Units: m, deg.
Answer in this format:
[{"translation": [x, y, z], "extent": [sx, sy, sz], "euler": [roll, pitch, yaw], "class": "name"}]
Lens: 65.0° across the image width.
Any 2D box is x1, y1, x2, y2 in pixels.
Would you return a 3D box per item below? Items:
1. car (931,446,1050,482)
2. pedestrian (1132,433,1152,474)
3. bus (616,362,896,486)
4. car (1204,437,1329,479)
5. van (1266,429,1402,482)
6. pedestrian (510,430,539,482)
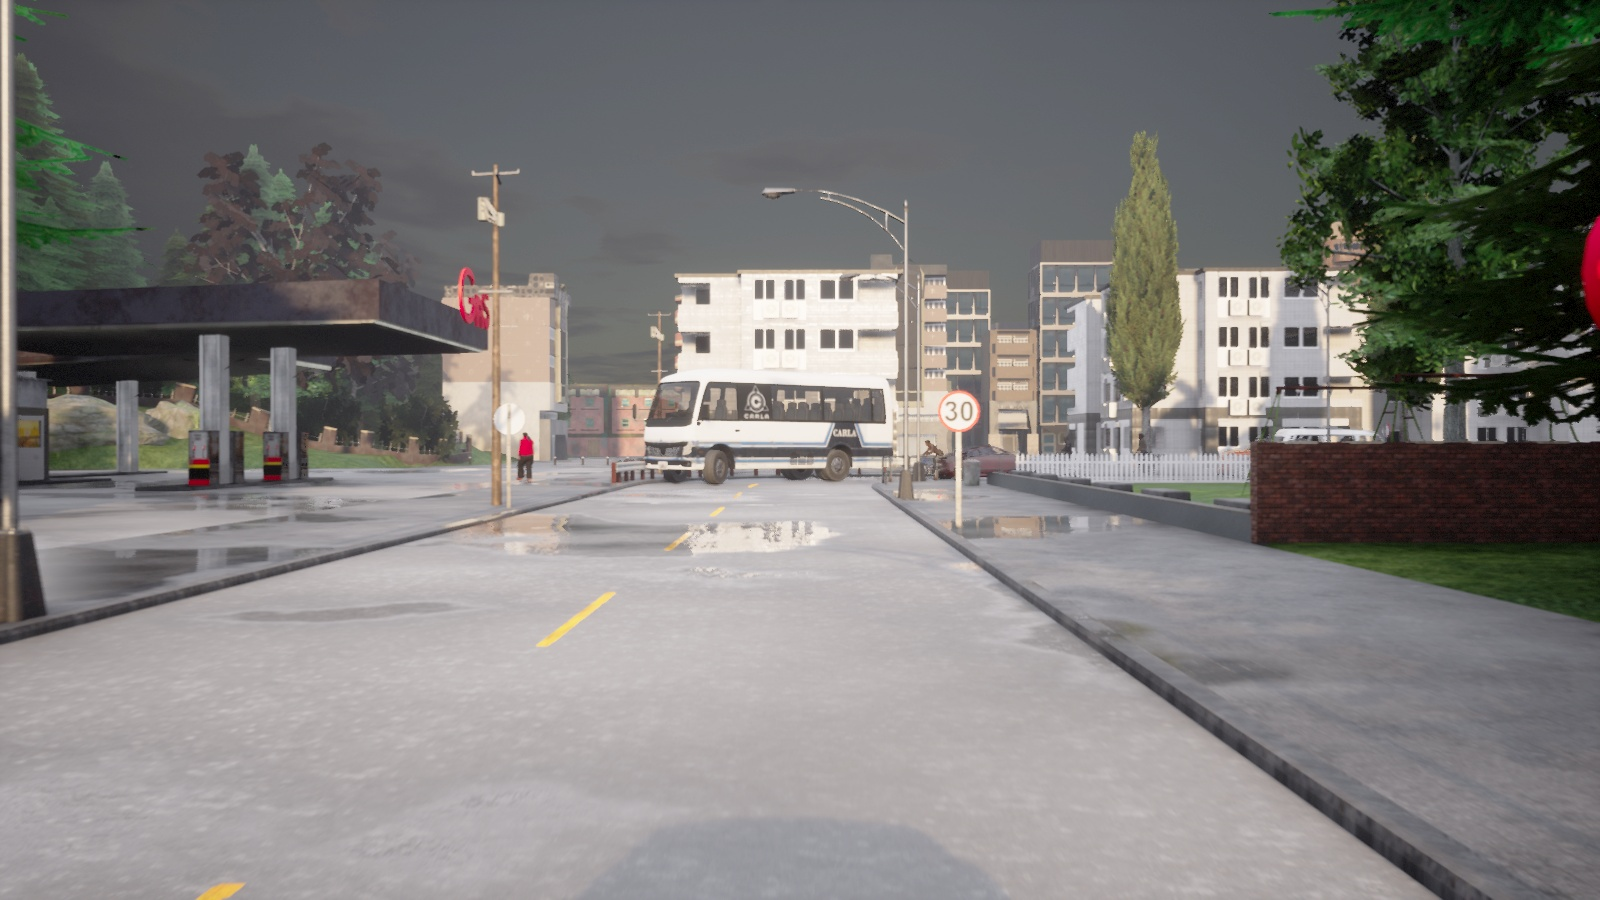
[{"translation": [7.498, 0.538, 49.455], "extent": [4.181, 1.385, 1.994], "euler": [0, 0, -15], "class": "car"}, {"translation": [15.392, 0.150, 56.538], "extent": [0.869, 1.805, 0.328], "euler": [0, 0, 19], "class": "pedestrian"}, {"translation": [-1.491, -0.907, 47.871], "extent": [10.273, 4.253, 3.944], "euler": [0, 1, -38], "class": "bus"}, {"translation": [19.858, 0.319, 53.645], "extent": [4.553, 1.767, 2.097], "euler": [0, 0, 0], "class": "car"}, {"translation": [21.056, 0.206, 49.636], "extent": [4.480, 2.038, 2.069], "euler": [0, 0, 0], "class": "van"}, {"translation": [-9.808, 0.201, 44.731], "extent": [0.634, 1.844, 0.899], "euler": [0, 0, -41], "class": "pedestrian"}]
